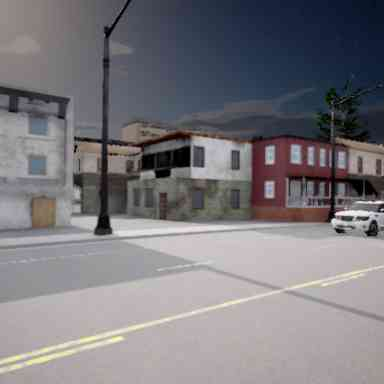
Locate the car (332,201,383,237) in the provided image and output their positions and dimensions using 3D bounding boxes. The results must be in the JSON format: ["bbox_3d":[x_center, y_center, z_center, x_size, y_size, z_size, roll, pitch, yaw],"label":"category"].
[{"bbox_3d":[10.929,1.557,20.373,5.566,2.045,2.150,2,-1,-35],"label":"car"}]
